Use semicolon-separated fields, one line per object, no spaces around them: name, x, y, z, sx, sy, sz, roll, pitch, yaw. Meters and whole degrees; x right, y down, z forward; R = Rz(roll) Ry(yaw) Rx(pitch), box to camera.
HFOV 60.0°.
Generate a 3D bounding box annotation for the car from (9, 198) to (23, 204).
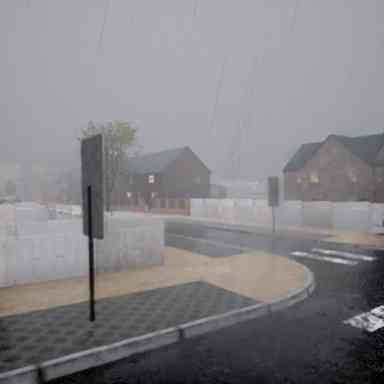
car;-43.178;2.125;82.323;1.882;1.535;5.008;-1;0;-35
